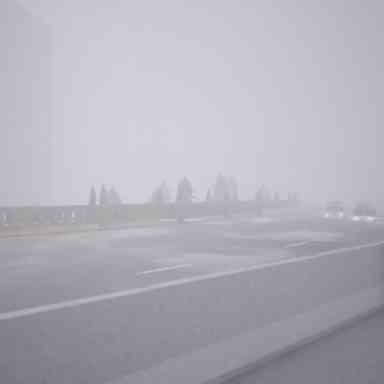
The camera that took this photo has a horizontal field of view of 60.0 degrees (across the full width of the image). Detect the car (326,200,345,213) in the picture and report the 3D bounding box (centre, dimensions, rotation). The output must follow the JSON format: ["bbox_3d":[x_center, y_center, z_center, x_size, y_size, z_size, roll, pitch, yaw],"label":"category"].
[{"bbox_3d":[17.921,1.706,41.425,1.882,1.535,5.008,0,0,27],"label":"car"}]

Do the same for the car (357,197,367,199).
[{"bbox_3d":[34.340,1.809,67.047,1.837,1.490,4.892,0,0,15],"label":"car"}]

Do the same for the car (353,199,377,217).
[{"bbox_3d":[17.716,1.751,34.041,1.994,1.385,4.181,0,0,31],"label":"car"}]
